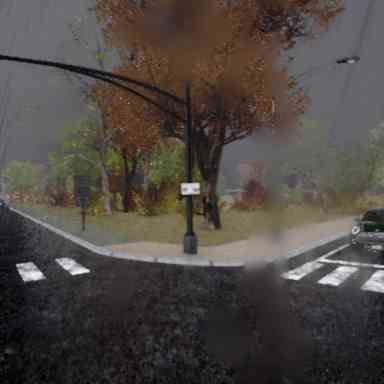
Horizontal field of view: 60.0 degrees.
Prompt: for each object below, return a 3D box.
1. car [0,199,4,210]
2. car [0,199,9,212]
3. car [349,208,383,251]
[{"bbox_3d":[-29.842,1.913,50.680,1.837,1.490,4.892,-2,0,-32],"label":"car"},{"bbox_3d":[-24.503,1.683,42.186,2.097,1.767,4.553,-2,0,-32],"label":"car"},{"bbox_3d":[8.303,1.516,14.330,2.097,1.767,4.553,-1,-1,37],"label":"car"}]
